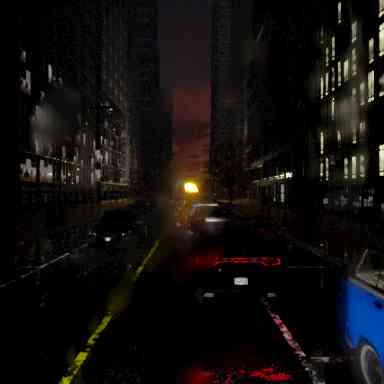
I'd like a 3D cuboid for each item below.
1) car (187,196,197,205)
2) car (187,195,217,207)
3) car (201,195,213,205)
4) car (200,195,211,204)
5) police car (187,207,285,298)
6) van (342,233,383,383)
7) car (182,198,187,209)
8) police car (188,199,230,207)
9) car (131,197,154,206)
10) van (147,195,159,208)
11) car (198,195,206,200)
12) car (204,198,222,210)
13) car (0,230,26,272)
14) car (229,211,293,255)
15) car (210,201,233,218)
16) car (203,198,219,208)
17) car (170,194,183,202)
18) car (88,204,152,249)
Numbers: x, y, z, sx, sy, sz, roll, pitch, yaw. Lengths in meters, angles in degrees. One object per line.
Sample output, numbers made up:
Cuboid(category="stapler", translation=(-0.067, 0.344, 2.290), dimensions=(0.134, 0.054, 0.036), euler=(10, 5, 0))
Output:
Cuboid(category="car", translation=(-0.029, 1.474, 60.127), dimensions=(1.837, 1.490, 4.892), euler=(0, 0, 0))
Cuboid(category="car", translation=(0.888, 1.224, 24.583), dimensions=(2.150, 2.045, 5.566), euler=(0, 0, 0))
Cuboid(category="car", translation=(2.662, 1.410, 59.459), dimensions=(1.967, 1.590, 4.097), euler=(0, 0, 0))
Cuboid(category="car", translation=(2.660, 1.401, 65.151), dimensions=(1.967, 1.590, 4.097), euler=(0, 0, 0))
Cuboid(category="police car", translation=(0.896, 1.425, 8.663), dimensions=(1.930, 1.638, 5.238), euler=(0, 0, 0))
Cuboid(category="van", translation=(2.689, 1.341, 2.535), dimensions=(1.690, 1.788, 3.998), euler=(0, 0, 0))
Cuboid(category="car", translation=(-0.008, 1.515, 46.166), dimensions=(1.812, 1.442, 4.674), euler=(0, 0, 1))
Cuboid(category="police car", translation=(0.891, 1.425, 18.663), dimensions=(1.930, 1.638, 5.238), euler=(0, 0, 0))
Cuboid(category="car", translation=(-5.708, 1.548, 36.689), dimensions=(2.008, 1.369, 4.403), euler=(0, 0, 0))
Cuboid(category="van", translation=(-5.713, 1.328, 48.074), dimensions=(1.690, 1.788, 3.998), euler=(0, 0, 0))
Cuboid(category="car", translation=(2.649, 1.462, 87.921), dimensions=(1.887, 1.381, 4.507), euler=(0, 0, 0))
Cuboid(category="car", translation=(2.670, 1.544, 42.382), dimensions=(2.008, 1.369, 4.403), euler=(0, 0, 0))
Cuboid(category="car", translation=(-5.695, 1.582, 8.225), dimensions=(1.802, 1.307, 4.206), euler=(0, 0, 0))
Cuboid(category="car", translation=(2.684, 1.582, 13.919), dimensions=(1.802, 1.307, 4.206), euler=(0, 0, 0))
Cuboid(category="car", translation=(2.676, 1.581, 30.997), dimensions=(1.802, 1.307, 4.206), euler=(0, 0, 0))
Cuboid(category="car", translation=(2.668, 1.538, 48.074), dimensions=(2.008, 1.369, 4.403), euler=(0, 0, 0))
Cuboid(category="car", translation=(-3.036, 1.298, 73.691), dimensions=(2.097, 1.767, 4.553), euler=(0, 0, 0))
Cuboid(category="car", translation=(-3.107, 1.504, 14.694), dimensions=(1.837, 1.490, 4.892), euler=(0, 0, 0))
